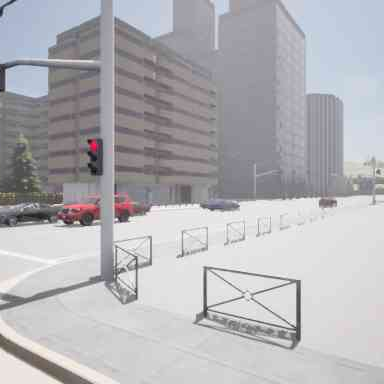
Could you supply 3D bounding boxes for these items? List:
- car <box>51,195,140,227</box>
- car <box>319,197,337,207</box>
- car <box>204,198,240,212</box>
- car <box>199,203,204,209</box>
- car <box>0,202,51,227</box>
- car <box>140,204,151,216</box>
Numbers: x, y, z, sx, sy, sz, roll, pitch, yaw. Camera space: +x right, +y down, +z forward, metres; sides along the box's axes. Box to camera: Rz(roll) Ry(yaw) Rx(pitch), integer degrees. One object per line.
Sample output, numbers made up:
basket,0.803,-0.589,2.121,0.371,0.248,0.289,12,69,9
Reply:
car,-6.639,1.222,23.587,2.150,2.045,5.566,0,0,35
car,20.783,1.478,50.716,1.882,1.535,5.008,0,0,35
car,3.782,1.601,38.699,1.895,1.301,4.718,0,0,35
car,3.111,1.548,43.873,2.033,1.411,5.357,0,0,35
car,-11.302,1.492,22.987,2.128,1.511,4.902,0,0,35
car,-6.043,1.601,30.619,1.895,1.301,4.718,0,0,35
